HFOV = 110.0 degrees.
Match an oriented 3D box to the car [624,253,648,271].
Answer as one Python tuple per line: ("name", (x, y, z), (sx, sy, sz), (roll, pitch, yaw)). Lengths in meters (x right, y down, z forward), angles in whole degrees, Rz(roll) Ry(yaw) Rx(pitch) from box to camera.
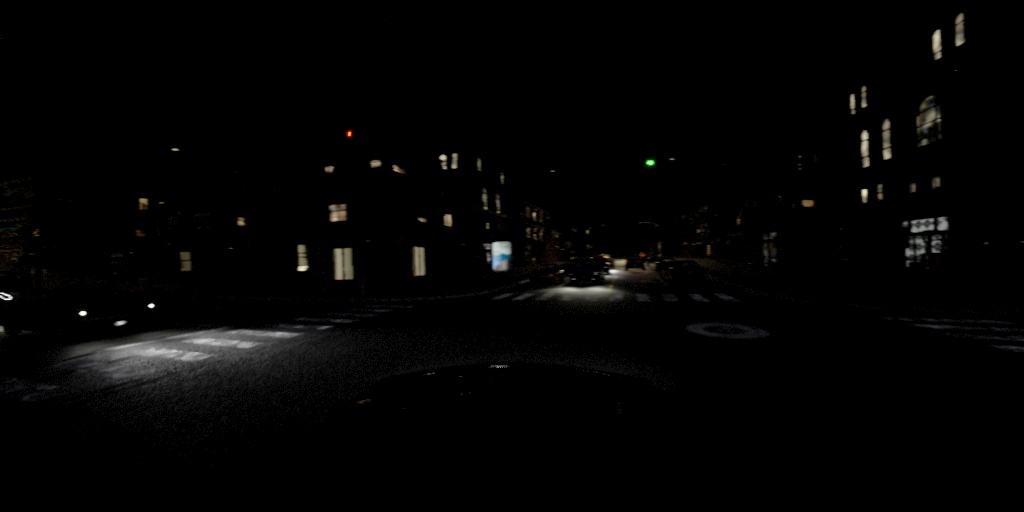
("car", (12.943, 0.682, 37.926), (1.882, 1.535, 5.008), (-2, 0, 18))

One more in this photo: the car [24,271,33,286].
("car", (-35.450, 1.950, 24.668), (5.009, 1.841, 2.192), (0, 0, 19))

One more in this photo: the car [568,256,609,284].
("car", (5.141, 0.980, 24.156), (1.882, 1.535, 5.008), (-2, 0, 19))

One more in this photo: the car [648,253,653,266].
("car", (18.946, 0.529, 47.992), (2.007, 1.370, 4.403), (0, 0, 18))

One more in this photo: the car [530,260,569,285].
("car", (2.479, 1.168, 24.323), (1.802, 1.307, 4.207), (0, 0, 18))

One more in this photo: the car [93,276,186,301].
("car", (-19.894, 1.752, 19.361), (4.829, 1.417, 1.751), (0, 0, 19))

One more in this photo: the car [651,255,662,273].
("car", (13.845, 0.779, 32.232), (1.802, 1.307, 4.207), (0, 0, 18))

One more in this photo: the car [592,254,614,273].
("car", (8.056, 0.881, 33.103), (1.837, 1.490, 4.892), (-2, 0, 18))

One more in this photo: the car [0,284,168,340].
("car", (-13.291, 1.661, 10.984), (4.718, 1.301, 1.895), (-1, 0, 19))

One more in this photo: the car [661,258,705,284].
("car", (10.444, 0.909, 21.727), (1.948, 1.339, 4.313), (0, 0, 18))

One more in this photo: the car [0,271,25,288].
("car", (-21.860, 1.634, 13.906), (4.553, 1.767, 2.097), (-2, 0, 19))

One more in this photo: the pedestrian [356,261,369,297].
("pedestrian", (-7.122, 1.042, 17.086), (0.375, 1.860, 0.375), (-2, 0, 19))

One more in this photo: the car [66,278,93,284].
("car", (-24.972, 1.944, 21.094), (4.207, 1.307, 1.802), (0, 0, 19))
